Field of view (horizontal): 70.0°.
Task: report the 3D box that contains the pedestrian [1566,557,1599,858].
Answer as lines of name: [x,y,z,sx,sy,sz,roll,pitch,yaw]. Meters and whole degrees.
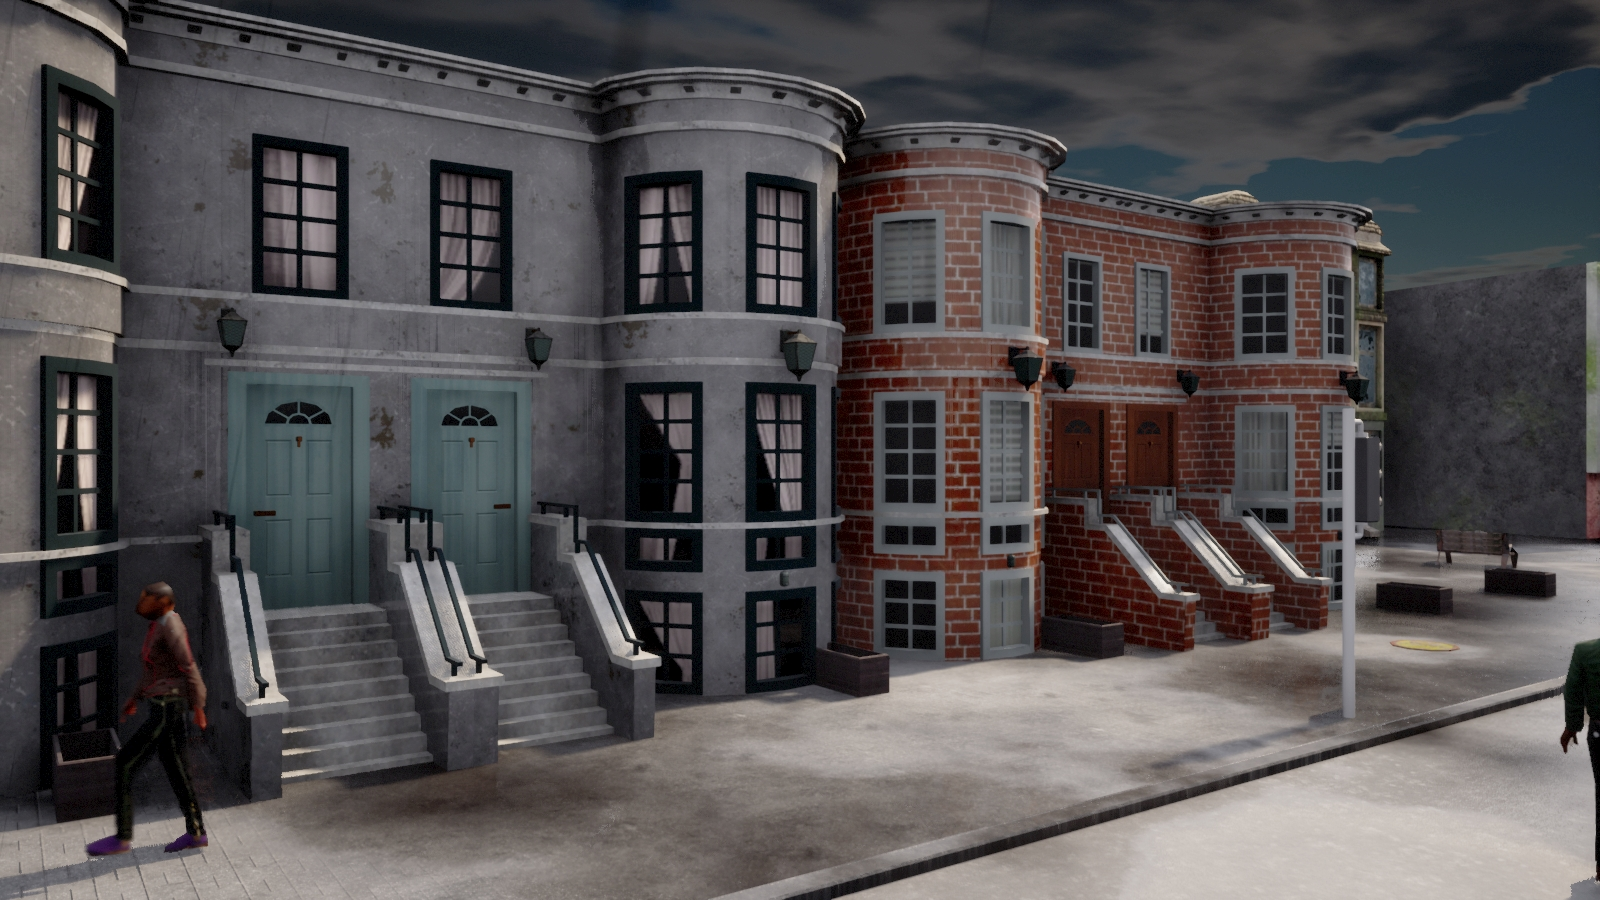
pedestrian: [5.175,1.628,7.252,0.375,1.860,0.375,0,0,-25]

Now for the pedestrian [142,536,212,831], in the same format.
pedestrian: [-4.150,1.524,7.611,0.375,1.860,0.375,0,0,-34]
